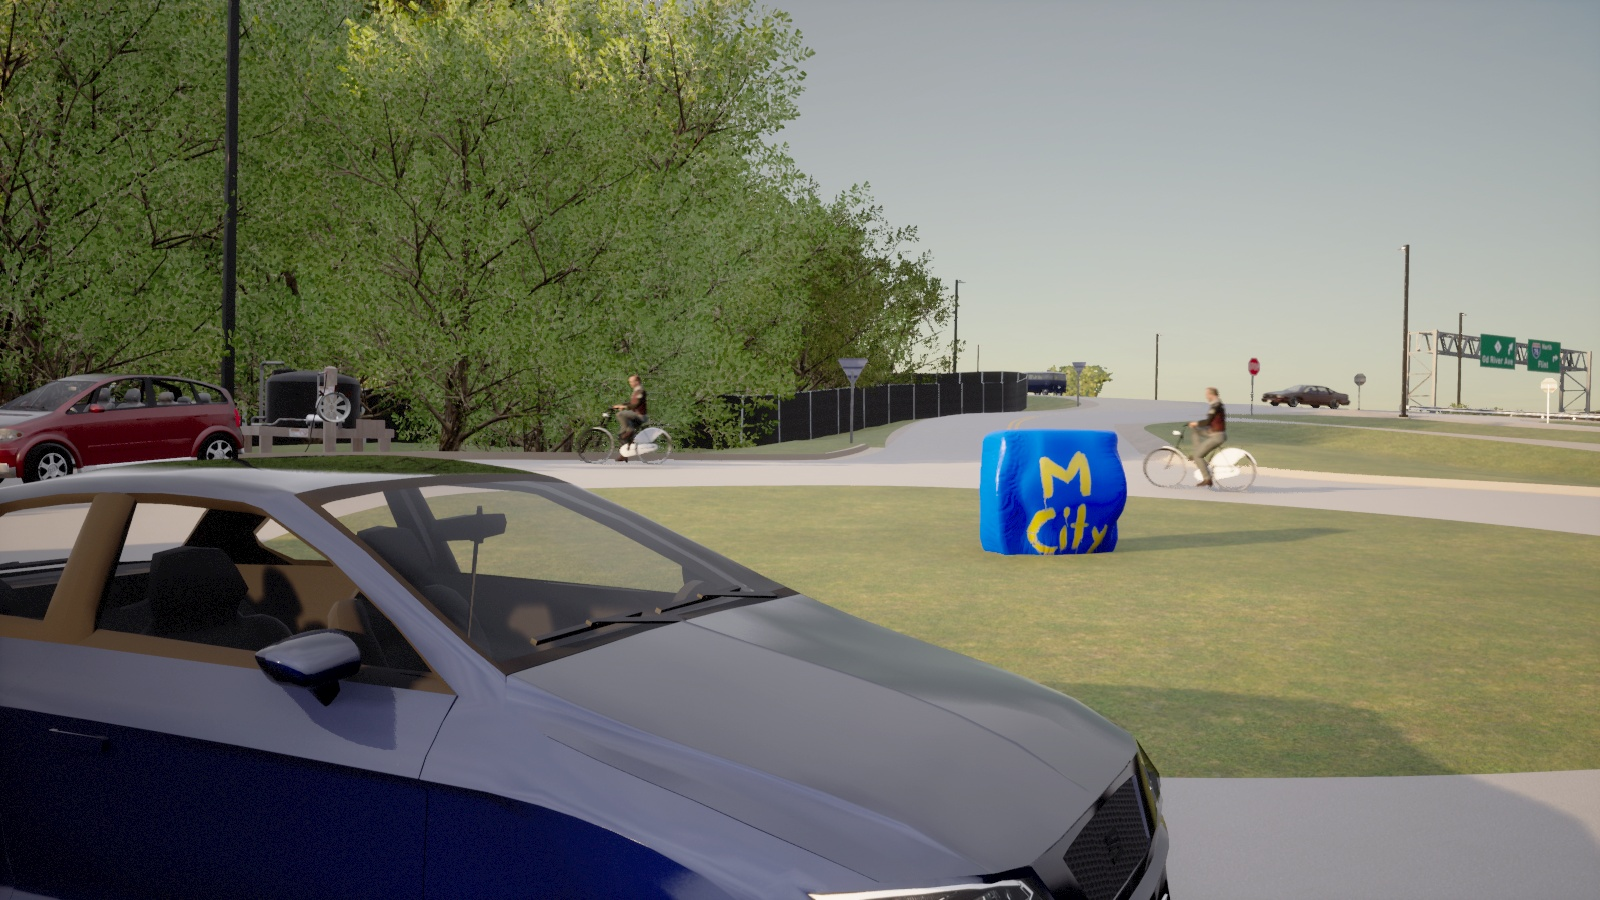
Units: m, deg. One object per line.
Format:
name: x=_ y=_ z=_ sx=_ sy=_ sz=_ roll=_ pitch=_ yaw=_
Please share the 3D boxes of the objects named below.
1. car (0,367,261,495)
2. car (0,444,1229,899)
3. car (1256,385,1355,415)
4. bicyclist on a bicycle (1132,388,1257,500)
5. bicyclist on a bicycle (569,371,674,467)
car: x=-9.878 y=-0.373 z=17.889 sx=1.789 sy=1.549 sz=3.705 roll=3 pitch=5 yaw=28
car: x=-1.101 y=0.752 z=3.616 sx=4.193 sy=1.474 sz=1.816 roll=1 pitch=2 yaw=27
car: x=30.288 y=-2.991 z=75.279 sx=5.357 sy=1.411 sz=2.033 roll=2 pitch=4 yaw=-19
bicyclist on a bicycle: x=6.643 y=-0.136 z=21.194 sx=1.843 sy=1.776 sz=0.659 roll=3 pitch=4 yaw=29
bicyclist on a bicycle: x=-3.452 y=-0.601 z=24.276 sx=1.843 sy=1.776 sz=0.659 roll=2 pitch=3 yaw=-19
